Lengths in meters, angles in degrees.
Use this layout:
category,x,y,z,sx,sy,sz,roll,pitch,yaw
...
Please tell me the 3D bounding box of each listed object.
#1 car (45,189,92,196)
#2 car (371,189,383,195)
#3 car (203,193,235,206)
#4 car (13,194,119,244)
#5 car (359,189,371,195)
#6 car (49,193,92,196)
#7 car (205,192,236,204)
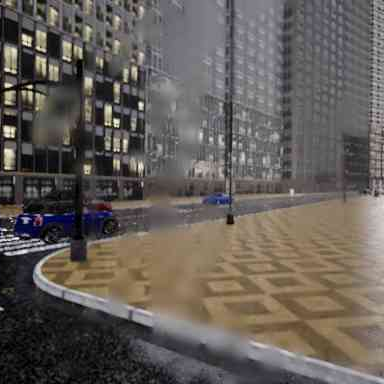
category,x,y,z,sx,sy,sz,roll,pitch,yaw
car,-10.162,0.846,25.962,2.150,2.045,5.566,1,2,34
car,47.105,-0.030,83.029,4.674,1.442,1.812,-1,1,-43
car,3.169,0.847,39.699,1.882,1.535,5.008,1,1,34
car,-5.548,1.190,15.258,2.097,1.767,4.553,1,1,34
car,44.201,-0.078,84.755,4.892,1.490,1.837,-1,1,-43
car,-7.924,1.158,23.477,1.882,1.535,5.008,1,2,34
car,4.086,0.778,46.769,2.033,1.411,5.357,1,1,35
